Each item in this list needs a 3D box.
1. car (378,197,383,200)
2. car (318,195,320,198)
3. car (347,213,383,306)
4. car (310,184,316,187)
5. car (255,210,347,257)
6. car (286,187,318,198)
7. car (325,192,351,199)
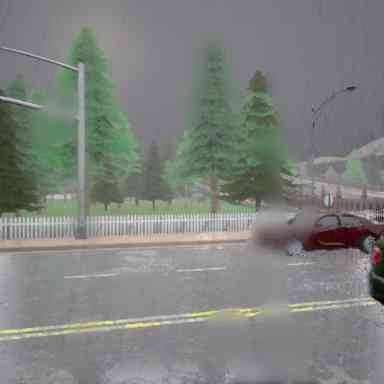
[{"bbox_3d":[22.572,1.523,35.348,1.812,1.442,4.674,0,0,-16],"label":"car"},{"bbox_3d":[20.156,0.656,57.079,1.994,1.385,4.181,0,5,-15],"label":"car"},{"bbox_3d":[5.724,1.222,5.475,5.566,2.045,2.150,0,0,-14],"label":"car"},{"bbox_3d":[26.084,-1.230,75.368,2.128,1.511,4.902,0,7,-15],"label":"car"},{"bbox_3d":[4.851,1.479,12.662,5.008,1.535,1.882,0,0,-14],"label":"car"},{"bbox_3d":[17.380,0.500,53.945,2.150,2.045,5.566,0,4,-15],"label":"car"},{"bbox_3d":[24.233,0.789,55.449,1.882,1.535,5.008,0,4,-15],"label":"car"}]
